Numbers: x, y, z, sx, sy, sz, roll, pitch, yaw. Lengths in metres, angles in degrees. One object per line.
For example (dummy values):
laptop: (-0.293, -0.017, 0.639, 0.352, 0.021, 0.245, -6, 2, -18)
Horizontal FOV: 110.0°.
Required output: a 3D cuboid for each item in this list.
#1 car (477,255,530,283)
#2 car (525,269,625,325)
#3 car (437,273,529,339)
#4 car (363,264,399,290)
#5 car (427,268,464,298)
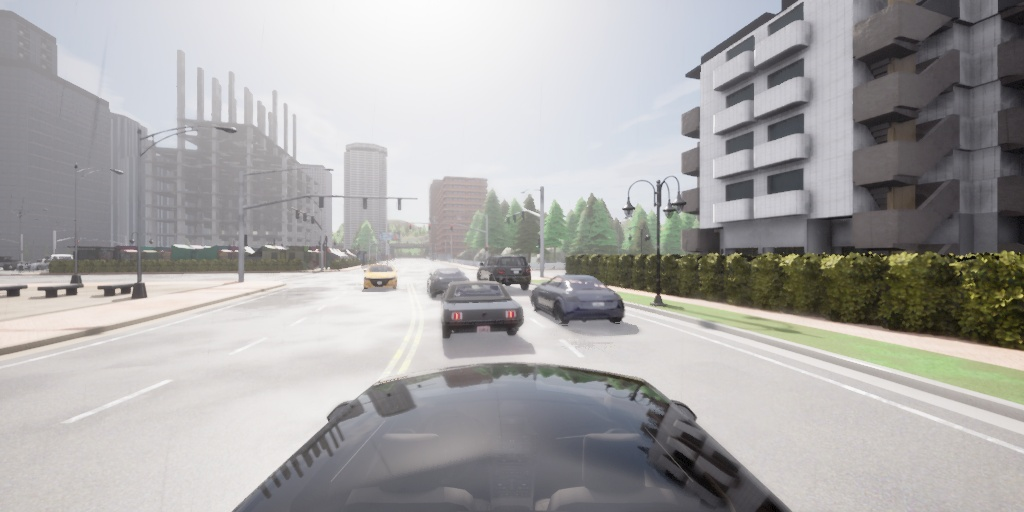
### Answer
car: (-0.603, 0.969, 21.910, 2.150, 2.045, 5.566, 0, 0, -18)
car: (2.001, 1.312, 11.926, 1.994, 1.385, 4.181, 0, 0, -11)
car: (-1.080, 1.350, 10.175, 1.895, 1.301, 4.718, 0, 0, -12)
car: (-8.305, 1.262, 22.877, 1.882, 1.535, 5.008, 0, 0, -17)
car: (-3.327, 1.312, 18.642, 1.994, 1.385, 4.181, 0, 0, -16)
